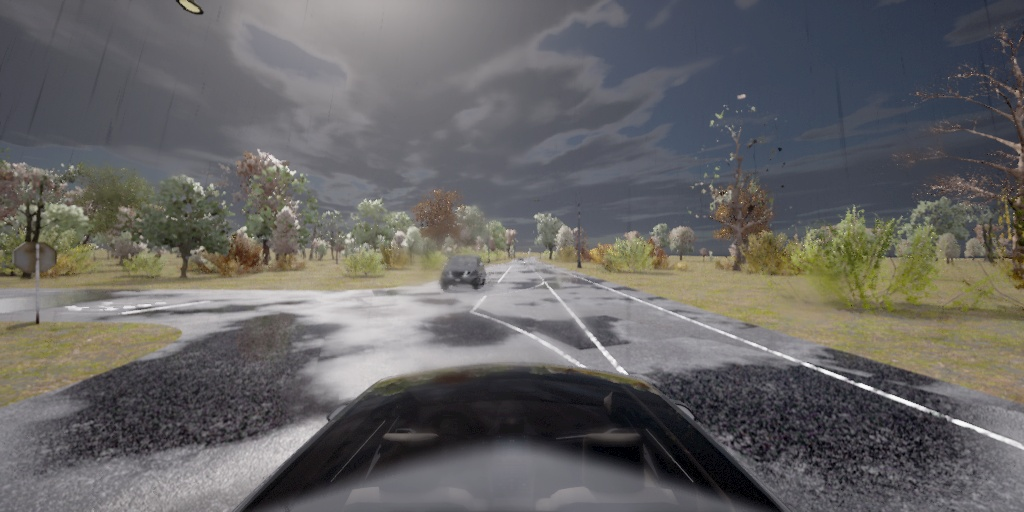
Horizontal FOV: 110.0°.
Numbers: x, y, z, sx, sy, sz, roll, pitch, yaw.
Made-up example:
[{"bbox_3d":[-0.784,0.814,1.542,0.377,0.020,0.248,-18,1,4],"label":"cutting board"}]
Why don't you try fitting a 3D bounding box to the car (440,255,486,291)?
[{"bbox_3d":[-2.892,0.964,22.358,2.150,2.045,5.566,0,0,2],"label":"car"}]
